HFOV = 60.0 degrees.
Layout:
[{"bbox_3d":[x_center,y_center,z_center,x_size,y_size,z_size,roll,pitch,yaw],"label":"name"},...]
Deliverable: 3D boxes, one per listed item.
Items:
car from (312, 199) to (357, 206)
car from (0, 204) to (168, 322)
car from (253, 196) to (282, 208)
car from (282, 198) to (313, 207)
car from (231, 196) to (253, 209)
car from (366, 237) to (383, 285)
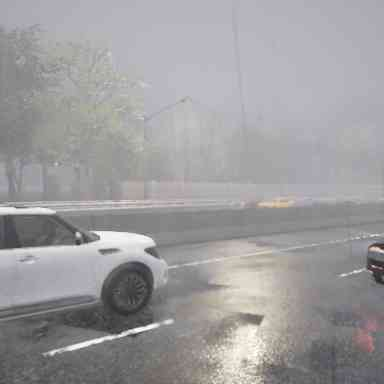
[{"bbox_3d":[13.702,1.449,30.952,4.892,1.490,1.837,0,0,-35],"label":"car"},{"bbox_3d":[-3.148,1.222,5.830,5.566,2.045,2.150,-1,0,-35],"label":"car"},{"bbox_3d":[9.374,1.422,36.462,5.008,1.535,1.882,0,0,-35],"label":"car"},{"bbox_3d":[11.872,1.435,33.945,4.902,1.511,2.128,0,0,-35],"label":"car"},{"bbox_3d":[6.676,1.298,38.630,4.553,1.767,2.097,0,0,-37],"label":"car"},{"bbox_3d":[6.205,1.471,8.175,4.902,1.511,2.128,0,0,-35],"label":"car"}]
